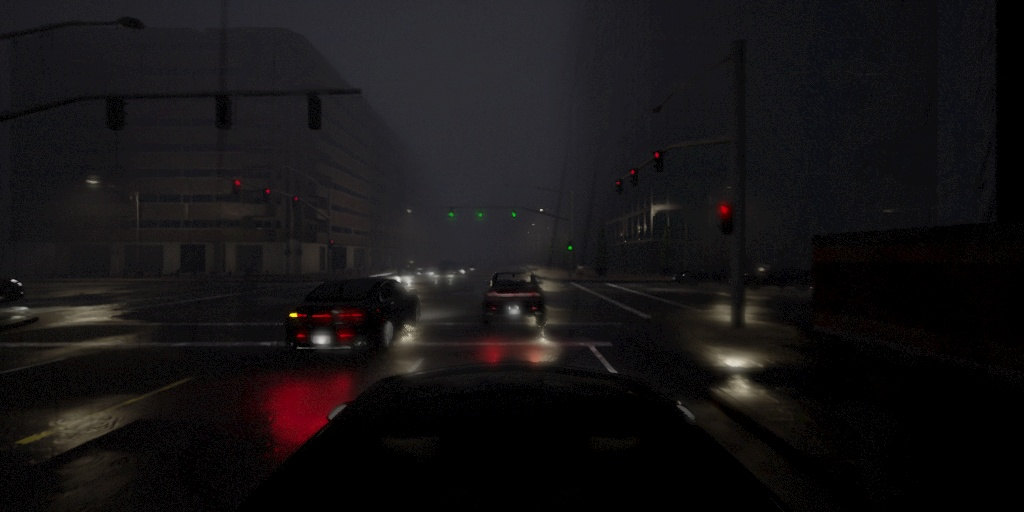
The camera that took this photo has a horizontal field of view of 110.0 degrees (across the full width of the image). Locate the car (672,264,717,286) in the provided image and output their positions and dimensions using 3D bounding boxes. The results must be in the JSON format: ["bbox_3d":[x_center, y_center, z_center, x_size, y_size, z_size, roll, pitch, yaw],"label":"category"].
[{"bbox_3d":[13.999,1.326,25.574,4.902,1.511,2.128,0,0,0],"label":"car"}]

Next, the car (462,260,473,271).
[{"bbox_3d":[-7.317,1.374,51.672,1.994,1.385,4.181,0,0,1],"label":"car"}]

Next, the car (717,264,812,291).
[{"bbox_3d":[15.834,1.321,22.067,4.902,1.511,2.128,0,0,0],"label":"car"}]

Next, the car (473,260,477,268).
[{"bbox_3d":[-7.111,1.370,62.106,2.033,1.411,5.357,0,0,1],"label":"car"}]

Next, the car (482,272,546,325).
[{"bbox_3d":[0.050,1.272,11.961,2.128,1.511,4.902,0,0,0],"label":"car"}]

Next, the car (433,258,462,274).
[{"bbox_3d":[-7.413,1.276,41.655,1.882,1.535,5.008,0,0,0],"label":"car"}]

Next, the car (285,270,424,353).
[{"bbox_3d":[-3.584,1.267,8.903,1.837,1.490,4.892,0,0,-3],"label":"car"}]

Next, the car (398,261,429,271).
[{"bbox_3d":[-10.911,1.286,38.890,2.128,1.511,4.902,0,0,0],"label":"car"}]

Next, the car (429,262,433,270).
[{"bbox_3d":[-10.866,1.407,48.234,1.895,1.301,4.718,0,0,1],"label":"car"}]

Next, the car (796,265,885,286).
[{"bbox_3d":[23.259,1.360,25.532,4.674,1.442,1.812,0,0,0],"label":"car"}]

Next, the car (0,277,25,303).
[{"bbox_3d":[-23.670,1.174,14.997,4.553,1.767,2.097,0,0,0],"label":"car"}]
